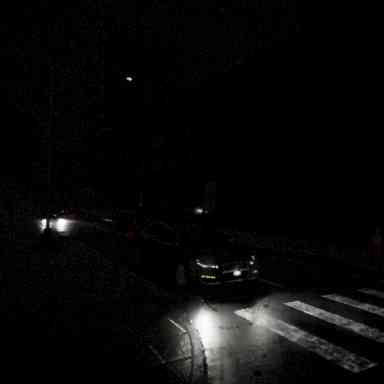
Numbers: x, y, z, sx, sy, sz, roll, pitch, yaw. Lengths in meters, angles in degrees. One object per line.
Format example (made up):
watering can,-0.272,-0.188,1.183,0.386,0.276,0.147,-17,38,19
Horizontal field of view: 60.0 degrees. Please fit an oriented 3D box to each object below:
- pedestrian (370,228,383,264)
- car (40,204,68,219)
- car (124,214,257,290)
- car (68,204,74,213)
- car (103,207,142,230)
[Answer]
pedestrian,5.929,1.729,10.636,0.500,1.100,0.500,1,0,-30
car,-14.521,2.033,34.548,1.895,1.301,4.718,2,-2,-30
car,-0.187,1.581,9.529,1.837,1.490,4.892,2,-1,-30
car,-17.762,2.287,46.058,1.895,1.301,4.718,2,-2,-30
car,-4.945,1.787,23.739,1.882,1.535,5.008,2,-2,-30
